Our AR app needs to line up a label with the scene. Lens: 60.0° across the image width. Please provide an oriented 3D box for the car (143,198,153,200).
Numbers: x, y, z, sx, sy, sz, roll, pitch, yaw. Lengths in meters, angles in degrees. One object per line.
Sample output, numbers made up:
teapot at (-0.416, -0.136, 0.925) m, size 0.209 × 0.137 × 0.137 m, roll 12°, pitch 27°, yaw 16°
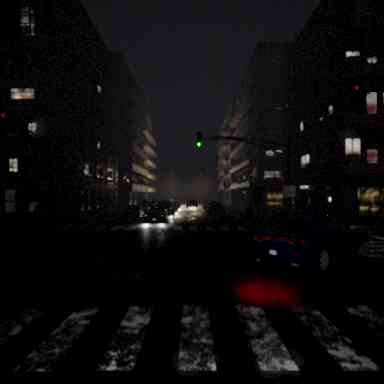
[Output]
car at (-5.687, 1.773, 43.514) m, size 2.192 × 1.841 × 5.009 m, roll 0°, pitch -1°, yaw 0°

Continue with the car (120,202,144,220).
car at (-5.688, 1.903, 32.147) m, size 1.947 × 1.339 × 4.313 m, roll 0°, pitch -1°, yaw 0°

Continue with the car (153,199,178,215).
car at (-3.075, 1.762, 38.998) m, size 2.097 × 1.767 × 4.553 m, roll 0°, pitch -1°, yaw 0°

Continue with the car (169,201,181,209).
car at (-2.995, 2.224, 58.842) m, size 1.895 × 1.301 × 4.718 m, roll 0°, pitch -1°, yaw 0°

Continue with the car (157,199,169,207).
car at (-5.684, 2.144, 66.242) m, size 1.967 × 1.590 × 4.097 m, roll 0°, pitch -1°, yaw 0°

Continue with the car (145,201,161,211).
car at (-5.686, 2.042, 49.024) m, size 1.752 × 1.417 × 4.829 m, roll 0°, pitch -1°, yaw 0°

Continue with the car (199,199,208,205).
car at (2.698, 2.380, 77.605) m, size 2.008 × 1.369 × 4.403 m, roll 0°, pitch -1°, yaw 0°

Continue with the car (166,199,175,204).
car at (-5.682, 2.507, 88.968) m, size 2.008 × 1.369 × 4.403 m, roll 0°, pitch -1°, yaw 0°

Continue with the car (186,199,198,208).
car at (0.007, 1.997, 60.859) m, size 2.097 × 1.767 × 4.553 m, roll 0°, pitch -1°, yaw 0°

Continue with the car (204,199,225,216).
car at (2.693, 1.837, 37.831) m, size 1.967 × 1.590 × 4.097 m, roll 0°, pitch -1°, yaw 0°

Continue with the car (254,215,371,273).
car at (4.066, 1.500, 10.942) m, size 5.008 × 1.535 × 1.882 m, roll -1°, pitch -2°, yaw -43°

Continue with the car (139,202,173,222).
car at (-3.077, 1.857, 29.515) m, size 2.033 × 1.411 × 5.357 m, roll 0°, pitch -1°, yaw 0°

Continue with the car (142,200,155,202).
car at (-5.687, 1.921, 37.660) m, size 1.752 × 1.417 × 4.829 m, roll 0°, pitch -1°, yaw 0°

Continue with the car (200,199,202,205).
car at (2.695, 2.161, 54.876) m, size 1.802 × 1.307 × 4.206 m, roll 0°, pitch -1°, yaw 0°

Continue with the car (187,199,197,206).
car at (0.008, 2.231, 70.722) m, size 1.882 × 1.535 × 5.008 m, roll 0°, pitch -1°, yaw 0°

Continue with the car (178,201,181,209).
car at (-3.006, 2.112, 48.504) m, size 1.895 × 1.301 × 4.718 m, roll 0°, pitch -1°, yaw 0°

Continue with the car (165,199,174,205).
car at (-5.682, 2.443, 83.285) m, size 2.008 × 1.369 × 4.403 m, roll 0°, pitch -1°, yaw 0°

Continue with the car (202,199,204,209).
car at (2.694, 1.897, 43.514) m, size 1.967 × 1.590 × 4.097 m, roll 0°, pitch -1°, yaw 0°

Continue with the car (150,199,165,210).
car at (-5.685, 2.020, 54.877) m, size 1.967 × 1.590 × 4.097 m, roll 0°, pitch -1°, yaw 0°
